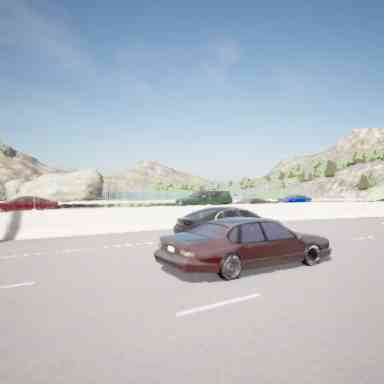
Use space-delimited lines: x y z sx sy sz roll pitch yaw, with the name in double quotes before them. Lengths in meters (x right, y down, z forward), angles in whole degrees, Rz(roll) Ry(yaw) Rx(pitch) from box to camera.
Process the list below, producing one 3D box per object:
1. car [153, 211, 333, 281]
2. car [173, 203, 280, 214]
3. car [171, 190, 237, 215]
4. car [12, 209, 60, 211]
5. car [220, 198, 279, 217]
"car" 1.618 1.437 9.449 5.357 1.411 2.033 0 1 -32
"car" 1.608 1.345 13.313 4.892 1.490 1.837 0 0 -33
"car" 1.112 0.855 29.557 5.566 2.045 2.150 0 1 -30
"car" -12.577 1.047 25.001 5.008 1.535 1.882 0 1 -34
"car" 4.822 1.214 27.648 4.674 1.442 1.812 0 1 -29
